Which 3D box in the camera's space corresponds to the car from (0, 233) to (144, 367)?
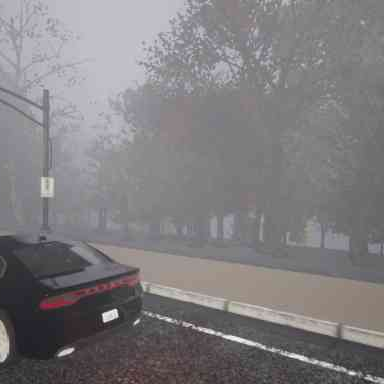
[{"bbox_3d":[-3.063,1.477,5.864,5.008,1.535,1.882,0,0,37],"label":"car"}]
